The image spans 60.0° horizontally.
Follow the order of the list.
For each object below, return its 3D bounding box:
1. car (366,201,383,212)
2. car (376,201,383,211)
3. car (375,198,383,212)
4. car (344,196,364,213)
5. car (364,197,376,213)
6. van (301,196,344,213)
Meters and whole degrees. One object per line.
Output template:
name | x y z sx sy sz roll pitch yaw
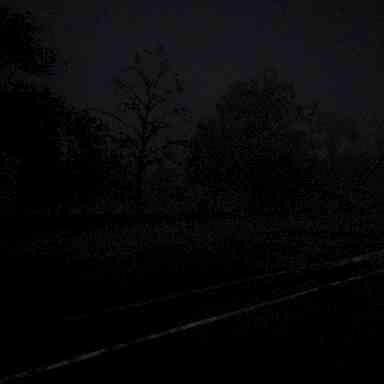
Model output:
car | 28.580 2.124 48.630 2.097 1.535 5.008 2 -1 -35
car | 30.939 2.208 50.307 2.097 1.535 5.008 2 -1 -35
car | 21.911 1.891 43.888 2.231 1.521 4.892 2 -1 -35
car | 17.386 1.487 40.713 2.435 2.045 5.566 2 -1 -35
car | 19.760 1.809 42.140 1.946 1.575 5.366 2 -1 -35
van | 14.977 1.446 39.111 1.878 1.987 4.442 2 -1 -35
